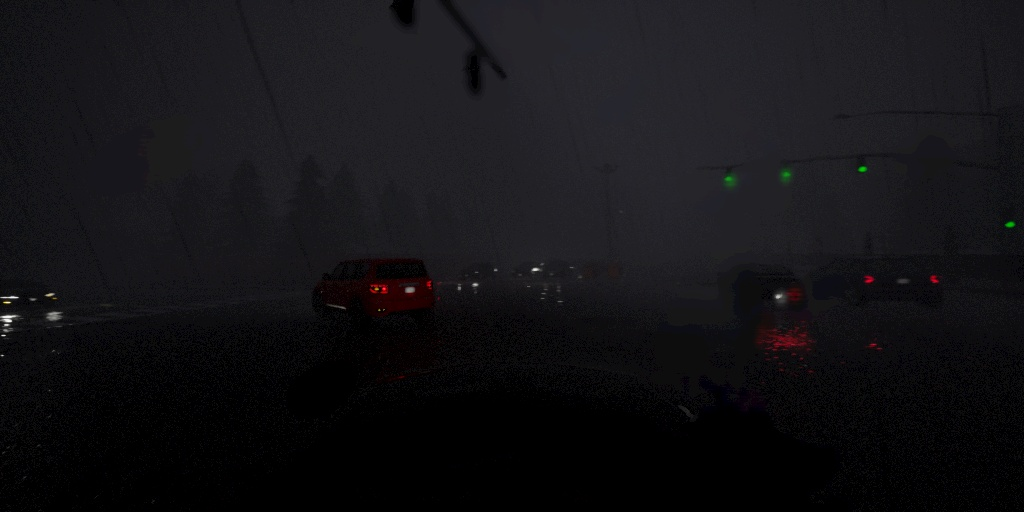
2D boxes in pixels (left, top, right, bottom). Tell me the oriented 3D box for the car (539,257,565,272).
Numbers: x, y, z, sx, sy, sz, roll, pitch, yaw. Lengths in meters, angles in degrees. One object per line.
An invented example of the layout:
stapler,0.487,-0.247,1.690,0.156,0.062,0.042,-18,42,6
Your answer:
car,4.975,0.993,44.262,2.097,1.767,4.553,-1,0,20

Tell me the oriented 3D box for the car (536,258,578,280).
car,3.944,1.152,30.762,2.128,1.511,4.902,-1,0,19

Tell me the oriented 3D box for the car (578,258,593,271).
car,7.651,1.062,41.335,2.128,1.511,4.902,-1,0,19

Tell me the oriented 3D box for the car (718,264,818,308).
car,9.294,1.020,13.691,1.837,1.490,4.892,-1,0,19

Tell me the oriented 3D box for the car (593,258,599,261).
car,12.803,1.007,55.939,1.994,1.385,4.181,-1,0,20

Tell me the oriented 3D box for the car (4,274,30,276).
car,-45.415,2.431,33.004,2.128,1.511,4.902,-2,0,-41

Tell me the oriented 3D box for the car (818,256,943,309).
car,12.790,0.776,13.101,2.097,1.767,4.553,-1,0,19

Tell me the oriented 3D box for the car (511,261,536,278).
car,1.601,1.271,34.642,2.033,1.411,5.357,-1,0,20

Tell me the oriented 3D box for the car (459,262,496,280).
car,-2.970,1.345,32.258,1.837,1.490,4.892,-1,0,20

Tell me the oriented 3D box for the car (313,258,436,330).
car,-4.777,1.099,12.013,5.566,2.045,2.150,-2,0,45

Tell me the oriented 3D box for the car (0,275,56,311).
car,-25.623,1.925,18.271,4.892,1.490,1.837,-1,0,19
